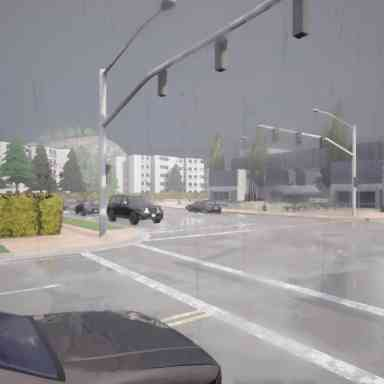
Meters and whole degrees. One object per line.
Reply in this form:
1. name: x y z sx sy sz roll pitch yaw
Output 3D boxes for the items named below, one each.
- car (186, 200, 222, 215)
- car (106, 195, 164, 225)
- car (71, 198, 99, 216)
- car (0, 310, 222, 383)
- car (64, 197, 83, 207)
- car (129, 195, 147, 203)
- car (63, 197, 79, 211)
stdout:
1. car: 1.171 1.564 34.821 1.994 1.385 4.181 0 0 -38
2. car: -4.344 1.221 24.566 2.150 2.045 5.566 0 0 -39
3. car: -9.957 1.564 32.280 1.994 1.385 4.181 0 0 -34
4. car: -2.271 1.547 2.146 5.357 1.411 2.033 0 0 -35
5. car: -18.219 1.492 51.320 2.128 1.511 4.902 0 0 -11
6. car: -11.235 1.477 68.959 1.882 1.535 5.008 0 0 14
7. car: -15.052 1.526 41.299 1.812 1.442 4.674 0 0 -23
